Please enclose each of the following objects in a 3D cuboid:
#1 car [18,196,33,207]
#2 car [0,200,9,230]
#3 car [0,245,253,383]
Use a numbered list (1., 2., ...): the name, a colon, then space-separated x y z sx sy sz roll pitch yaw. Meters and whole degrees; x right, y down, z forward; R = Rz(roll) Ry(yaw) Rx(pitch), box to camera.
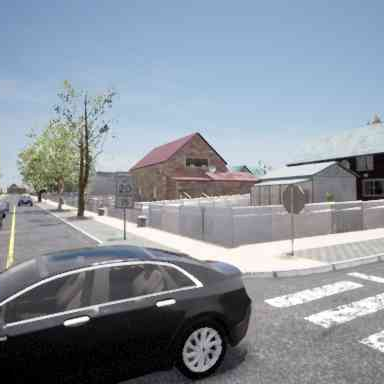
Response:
1. car: -26.594 1.359 53.049 2.097 1.767 4.553 0 0 -27
2. car: -12.743 1.497 20.587 2.128 1.511 4.902 0 0 -28
3. car: -1.520 1.504 4.116 4.892 1.490 1.837 -1 0 -28
